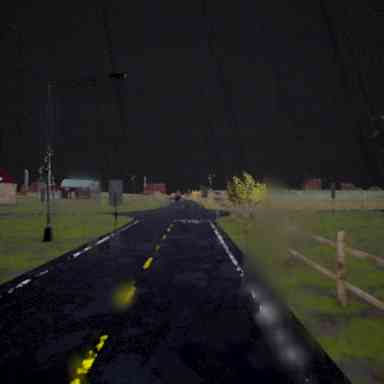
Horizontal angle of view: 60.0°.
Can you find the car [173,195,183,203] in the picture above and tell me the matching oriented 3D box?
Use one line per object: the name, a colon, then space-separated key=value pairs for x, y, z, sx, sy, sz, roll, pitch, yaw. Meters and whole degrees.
car: x=-2.988 y=1.511 z=70.923 sx=1.837 sy=1.490 sz=4.892 roll=0 pitch=0 yaw=-2
